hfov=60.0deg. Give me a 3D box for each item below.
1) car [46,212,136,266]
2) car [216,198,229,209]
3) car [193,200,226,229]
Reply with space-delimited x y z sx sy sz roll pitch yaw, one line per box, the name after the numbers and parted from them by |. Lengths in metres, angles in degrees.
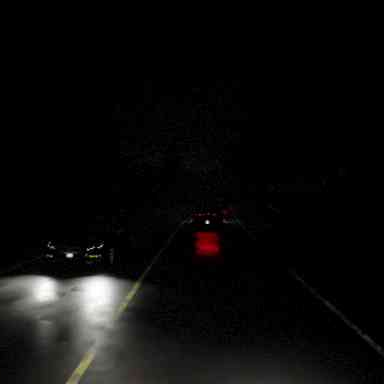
-3.236 1.496 11.555 1.837 1.490 4.892 0 0 3 | car
3.820 1.503 43.942 1.812 1.442 4.674 0 0 9 | car
1.097 1.493 21.739 1.837 1.490 4.892 0 0 5 | car
